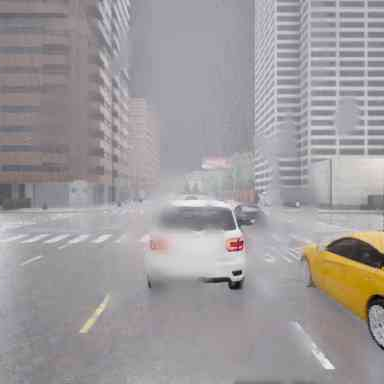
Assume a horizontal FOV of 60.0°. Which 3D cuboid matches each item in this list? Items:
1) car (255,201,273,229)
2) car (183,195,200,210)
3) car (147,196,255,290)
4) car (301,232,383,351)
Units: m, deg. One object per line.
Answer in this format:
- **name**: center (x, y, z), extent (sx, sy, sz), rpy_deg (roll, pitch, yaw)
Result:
- **car**: center (3.529, 1.513, 21.285), extent (1.812, 1.442, 4.674), rpy_deg (0, 0, 0)
- **car**: center (-0.082, 1.352, 43.409), extent (2.097, 1.767, 4.553), rpy_deg (0, 0, 0)
- **car**: center (0.072, 1.221, 9.226), extent (2.150, 2.045, 5.566), rpy_deg (0, 0, -1)
- **car**: center (3.598, 1.478, 6.170), extent (1.882, 1.535, 5.008), rpy_deg (0, 0, 0)
